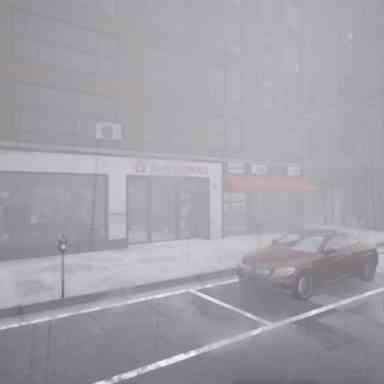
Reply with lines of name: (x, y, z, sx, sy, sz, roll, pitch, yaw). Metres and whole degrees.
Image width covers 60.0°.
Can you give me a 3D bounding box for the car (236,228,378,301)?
car: (3.005, 1.582, 8.257, 4.206, 1.307, 1.802, 0, 0, -35)
